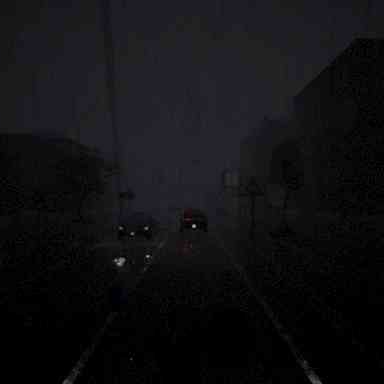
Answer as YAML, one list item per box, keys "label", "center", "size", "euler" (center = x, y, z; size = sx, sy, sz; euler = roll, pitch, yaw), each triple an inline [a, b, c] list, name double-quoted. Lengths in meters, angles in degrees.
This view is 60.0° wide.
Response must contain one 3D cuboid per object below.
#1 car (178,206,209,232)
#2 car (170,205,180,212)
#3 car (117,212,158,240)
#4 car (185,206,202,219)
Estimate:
- label: "car"
  center: [0.126, 2.003, 24.153]
  size: [1.837, 1.490, 4.892]
  euler: [1, 0, 0]
- label: "car"
  center: [-2.981, 3.019, 61.806]
  size: [1.994, 1.385, 4.181]
  euler: [0, -1, 1]
- label: "car"
  center: [-3.072, 1.928, 19.491]
  size: [1.812, 1.442, 4.674]
  euler: [0, -1, 0]
- label: "car"
  center: [0.134, 2.546, 42.527]
  size: [2.033, 1.411, 5.357]
  euler: [0, -1, 0]
